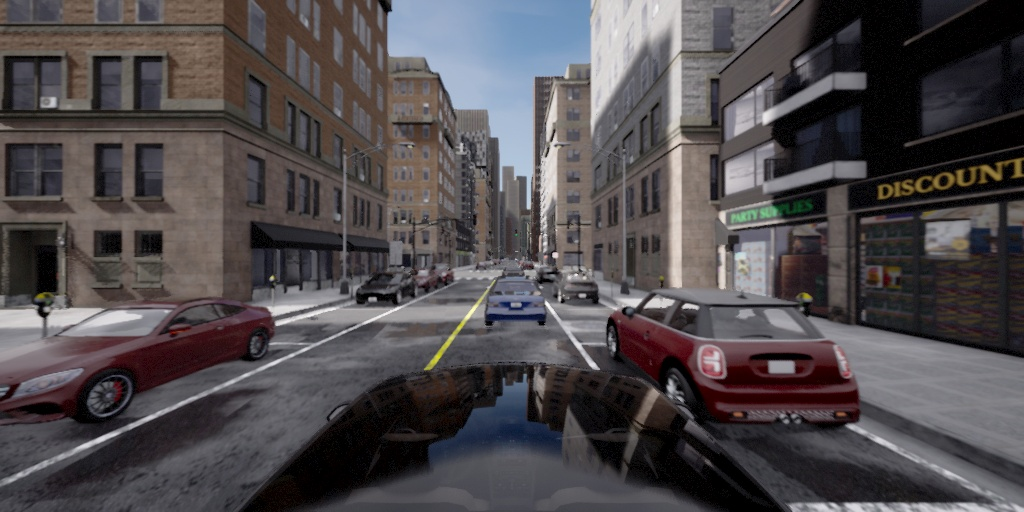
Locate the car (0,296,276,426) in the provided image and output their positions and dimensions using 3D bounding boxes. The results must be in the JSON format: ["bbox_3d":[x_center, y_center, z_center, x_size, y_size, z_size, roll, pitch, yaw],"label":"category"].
[{"bbox_3d":[-5.666,1.355,5.740,1.802,1.307,4.207,0,0,0],"label":"car"}]

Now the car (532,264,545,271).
[{"bbox_3d":[2.870,1.468,27.740,1.948,1.339,4.313,0,0,0],"label":"car"}]

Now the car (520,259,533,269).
[{"bbox_3d":[2.923,1.594,64.828,1.967,1.591,4.097,0,0,0],"label":"car"}]

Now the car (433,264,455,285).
[{"bbox_3d":[-5.655,1.342,27.744,1.967,1.591,4.097,0,0,0],"label":"car"}]

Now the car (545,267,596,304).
[{"bbox_3d":[2.865,1.387,16.738,2.007,1.370,4.403,0,0,0],"label":"car"}]

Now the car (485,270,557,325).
[{"bbox_3d":[0.106,1.357,12.067,2.033,1.411,5.357,0,0,0],"label":"car"}]

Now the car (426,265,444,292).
[{"bbox_3d":[-5.658,1.451,22.243,1.802,1.307,4.207,0,0,0],"label":"car"}]

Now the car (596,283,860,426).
[{"bbox_3d":[2.860,1.213,5.735,1.967,1.591,4.097,0,0,0],"label":"car"}]

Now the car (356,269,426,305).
[{"bbox_3d":[-5.660,1.402,16.742,1.948,1.339,4.313,0,0,0],"label":"car"}]

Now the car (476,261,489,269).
[{"bbox_3d":[-5.602,1.736,64.846,1.802,1.307,4.207,0,0,0],"label":"car"}]

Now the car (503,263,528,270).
[{"bbox_3d":[0.115,1.525,31.397,1.895,1.301,4.718,0,0,0],"label":"car"}]
